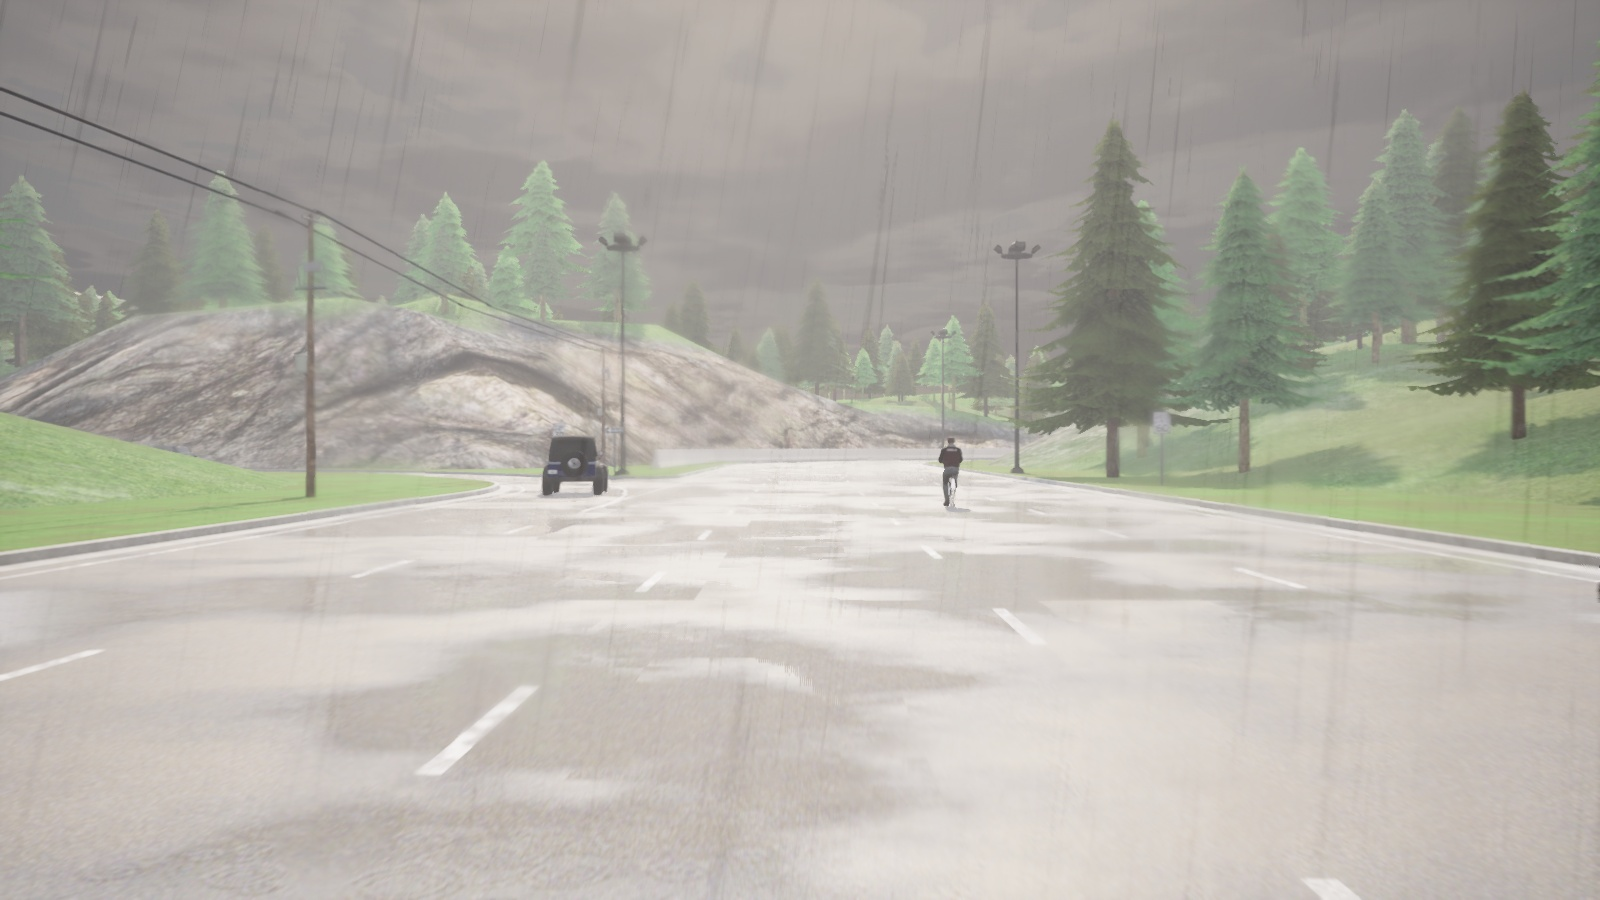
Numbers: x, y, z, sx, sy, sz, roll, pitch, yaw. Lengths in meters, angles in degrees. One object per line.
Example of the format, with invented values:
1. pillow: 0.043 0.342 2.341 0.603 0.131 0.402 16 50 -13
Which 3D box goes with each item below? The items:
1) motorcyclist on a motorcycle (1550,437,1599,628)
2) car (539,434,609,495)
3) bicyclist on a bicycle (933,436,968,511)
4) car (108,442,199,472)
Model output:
1. motorcyclist on a motorcycle: 7.074 0.685 10.210 0.866 1.590 1.817 0 0 0
2. car: -7.243 0.452 40.503 1.905 1.878 3.866 0 0 -5
3. bicyclist on a bicycle: 3.694 0.556 30.963 0.659 1.776 1.843 0 0 0
4. car: -39.084 0.415 75.957 4.553 1.767 2.097 0 0 8
